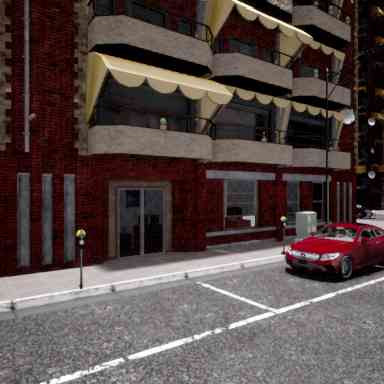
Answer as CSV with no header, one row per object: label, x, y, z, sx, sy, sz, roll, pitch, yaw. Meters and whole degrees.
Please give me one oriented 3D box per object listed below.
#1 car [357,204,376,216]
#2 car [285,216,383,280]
car,15.537,1.806,32.935,2.128,1.511,4.902,0,-1,-36
car,4.594,1.582,9.888,4.206,1.307,1.802,0,0,-35
